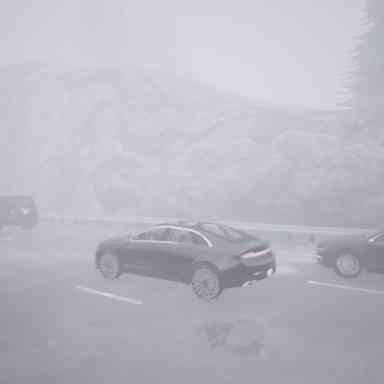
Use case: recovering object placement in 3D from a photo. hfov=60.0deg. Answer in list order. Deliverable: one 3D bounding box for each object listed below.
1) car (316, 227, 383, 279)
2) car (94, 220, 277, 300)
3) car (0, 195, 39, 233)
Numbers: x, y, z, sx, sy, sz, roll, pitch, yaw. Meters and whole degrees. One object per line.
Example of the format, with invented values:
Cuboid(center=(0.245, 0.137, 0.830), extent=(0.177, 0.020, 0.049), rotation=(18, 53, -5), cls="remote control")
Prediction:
Cuboid(center=(5.710, 1.480, 8.398), extent=(4.892, 1.490, 1.837), rotation=(0, 0, 35), cls="car")
Cuboid(center=(-0.378, 1.472, 8.343), extent=(4.902, 1.511, 2.128), rotation=(0, 0, 34), cls="car")
Cuboid(center=(-11.244, 1.185, 19.141), extent=(5.566, 2.045, 2.150), rotation=(0, 0, 29), cls="car")
